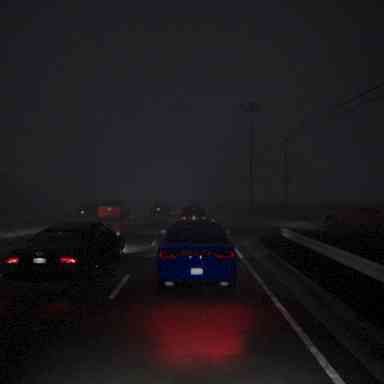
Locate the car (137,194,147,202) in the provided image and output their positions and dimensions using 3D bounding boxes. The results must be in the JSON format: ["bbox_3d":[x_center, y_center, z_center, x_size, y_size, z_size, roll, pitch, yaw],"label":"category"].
[{"bbox_3d":[-13.954,1.667,93.112,2.150,2.045,5.566,0,0,0],"label":"car"}]

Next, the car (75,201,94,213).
[{"bbox_3d":[-10.383,1.667,33.989,1.837,1.490,4.892,0,0,0],"label":"car"}]

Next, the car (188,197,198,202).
[{"bbox_3d":[0.114,1.775,47.825,2.033,1.411,5.357,0,0,0],"label":"car"}]

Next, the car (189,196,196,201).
[{"bbox_3d":[0.046,1.776,93.495,1.837,1.490,4.892,0,0,0],"label":"car"}]

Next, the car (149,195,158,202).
[{"bbox_3d":[-10.455,1.784,90.370,2.097,1.767,4.553,0,0,0],"label":"car"}]

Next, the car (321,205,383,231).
[{"bbox_3d":[10.969,1.580,21.534,5.008,1.535,1.882,0,0,40],"label":"car"}]

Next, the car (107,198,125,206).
[{"bbox_3d":[-13.871,1.838,61.184,2.033,1.411,5.357,0,0,0],"label":"car"}]

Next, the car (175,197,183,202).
[{"bbox_3d":[-3.455,1.984,90.877,1.994,1.385,4.181,0,0,0],"label":"car"}]

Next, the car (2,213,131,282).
[{"bbox_3d":[-3.396,1.595,9.938,2.033,1.411,5.357,0,0,0],"label":"car"}]

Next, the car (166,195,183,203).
[{"bbox_3d":[-3.368,1.529,64.494,2.150,2.045,5.566,0,0,0],"label":"car"}]

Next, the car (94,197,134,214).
[{"bbox_3d":[-6.885,1.493,29.862,2.097,1.767,4.553,0,0,0],"label":"car"}]

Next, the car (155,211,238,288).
[{"bbox_3d":[0.104,1.523,9.391,1.882,1.535,5.008,0,-1,0],"label":"car"}]

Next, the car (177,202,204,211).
[{"bbox_3d":[0.109,1.658,23.068,2.033,1.411,5.357,0,0,0],"label":"car"}]

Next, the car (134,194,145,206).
[{"bbox_3d":[-10.368,1.649,62.681,2.097,1.767,4.553,0,0,0],"label":"car"}]

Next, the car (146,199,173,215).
[{"bbox_3d":[-3.382,1.733,35.560,1.994,1.385,4.181,0,0,0],"label":"car"}]

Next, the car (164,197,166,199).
[{"bbox_3d":[-6.955,1.961,92.095,1.812,1.442,4.674,0,0,0],"label":"car"}]

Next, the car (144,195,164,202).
[{"bbox_3d":[-6.870,1.640,60.789,2.097,1.767,4.553,0,0,0],"label":"car"}]
